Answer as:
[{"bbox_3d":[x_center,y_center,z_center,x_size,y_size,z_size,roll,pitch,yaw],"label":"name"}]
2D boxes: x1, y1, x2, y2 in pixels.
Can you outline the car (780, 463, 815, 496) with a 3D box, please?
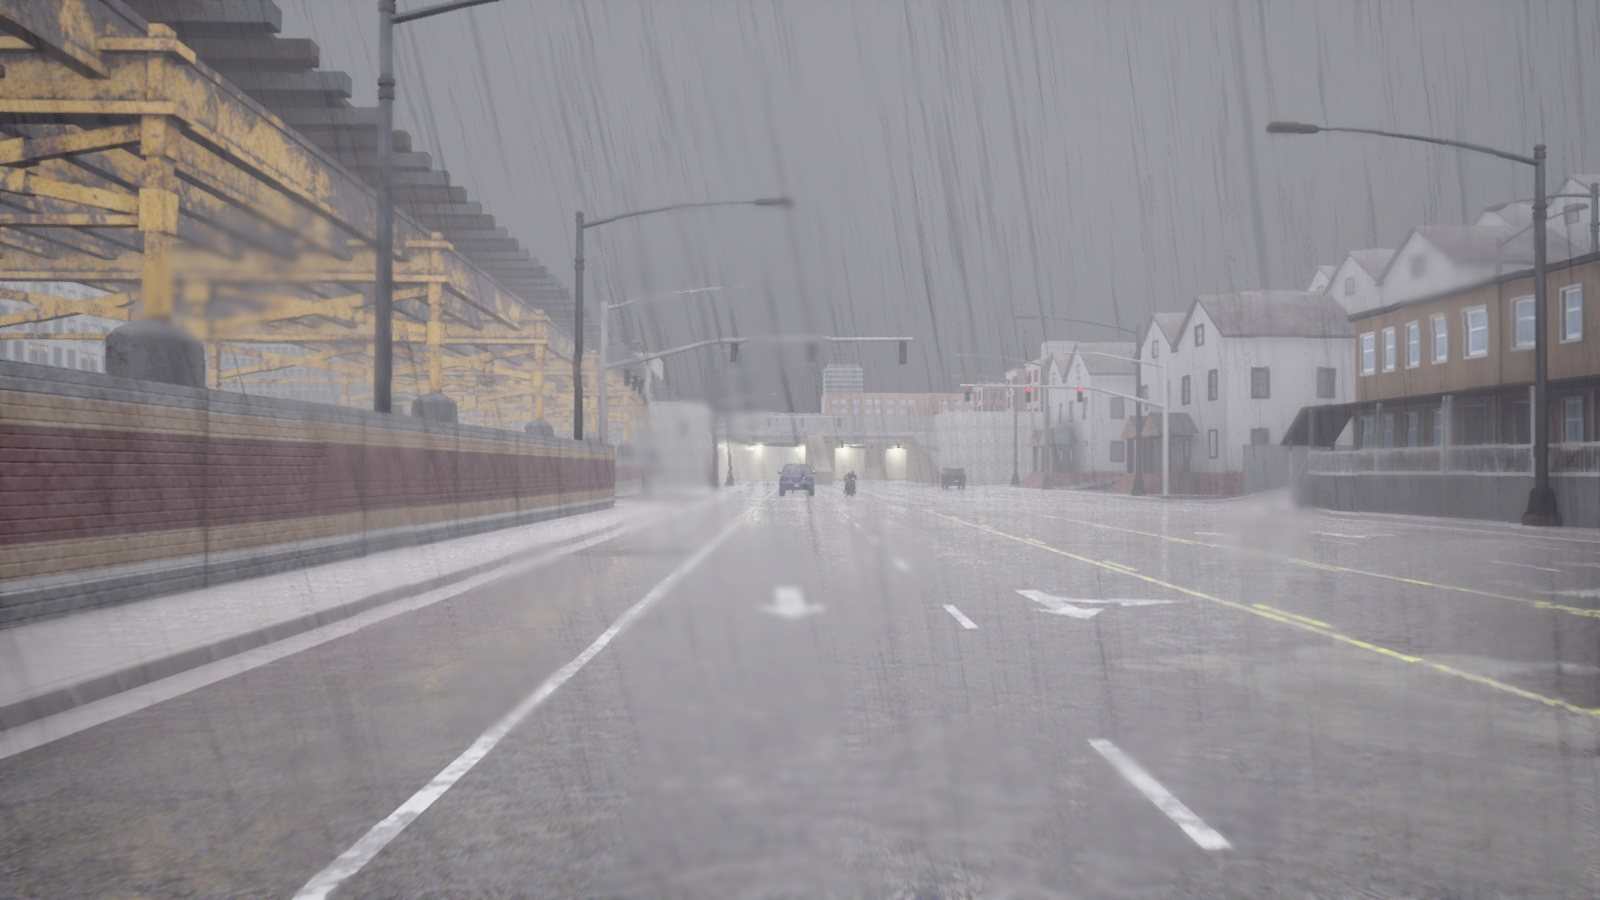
[{"bbox_3d":[-0.179,1.874,80.036,2.150,2.045,5.566,0,-1,0],"label":"car"}]
